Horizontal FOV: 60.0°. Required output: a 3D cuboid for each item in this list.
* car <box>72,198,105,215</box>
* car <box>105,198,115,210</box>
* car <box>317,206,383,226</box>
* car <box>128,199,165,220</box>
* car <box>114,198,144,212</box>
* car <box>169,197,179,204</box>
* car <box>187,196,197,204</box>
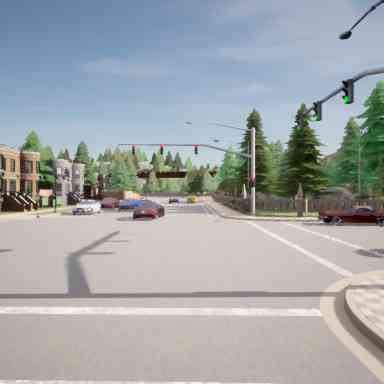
[{"bbox_3d":[-10.652,1.526,33.980,1.812,1.442,4.674,0,0,0],"label":"car"},{"bbox_3d":[-10.658,1.477,43.033,1.882,1.535,5.008,0,0,0],"label":"car"},{"bbox_3d":[11.151,1.601,22.850,4.718,1.301,1.895,0,0,2],"label":"car"},{"bbox_3d":[-3.641,1.564,28.558,1.994,1.385,4.181,0,0,8],"label":"car"},{"bbox_3d":[-7.158,1.477,38.319,1.882,1.535,5.008,0,0,0],"label":"car"},{"bbox_3d":[-3.508,1.601,65.155,1.895,1.301,4.718,0,0,0],"label":"car"},{"bbox_3d":[-0.007,1.477,64.870,1.882,1.535,5.008,0,0,0],"label":"car"}]
